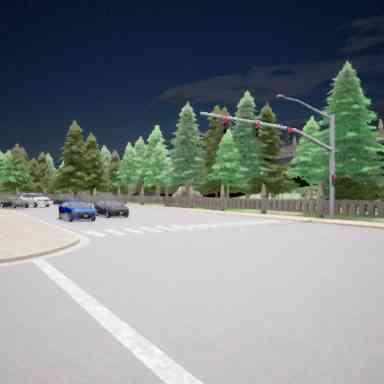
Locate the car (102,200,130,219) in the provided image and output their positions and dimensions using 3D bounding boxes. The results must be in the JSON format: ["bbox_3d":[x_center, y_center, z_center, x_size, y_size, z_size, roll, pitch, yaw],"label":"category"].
[{"bbox_3d":[-7.143,1.423,29.132,1.882,1.535,5.008,0,1,-35],"label":"car"}]

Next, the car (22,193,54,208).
[{"bbox_3d":[-22.035,1.166,46.802,5.566,2.045,2.150,0,0,35],"label":"car"}]

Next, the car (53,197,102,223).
[{"bbox_3d":[-8.877,1.422,25.487,1.882,1.535,5.008,0,0,-34],"label":"car"}]

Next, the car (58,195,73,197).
[{"bbox_3d":[-21.108,1.294,54.559,4.553,1.767,2.097,0,0,31],"label":"car"}]

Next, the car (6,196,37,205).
[{"bbox_3d":[-30.240,1.447,58.877,4.892,1.490,1.837,0,0,15],"label":"car"}]

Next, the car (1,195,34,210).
[{"bbox_3d":[-22.869,1.450,43.013,4.892,1.490,1.837,-1,-1,37],"label":"car"}]
